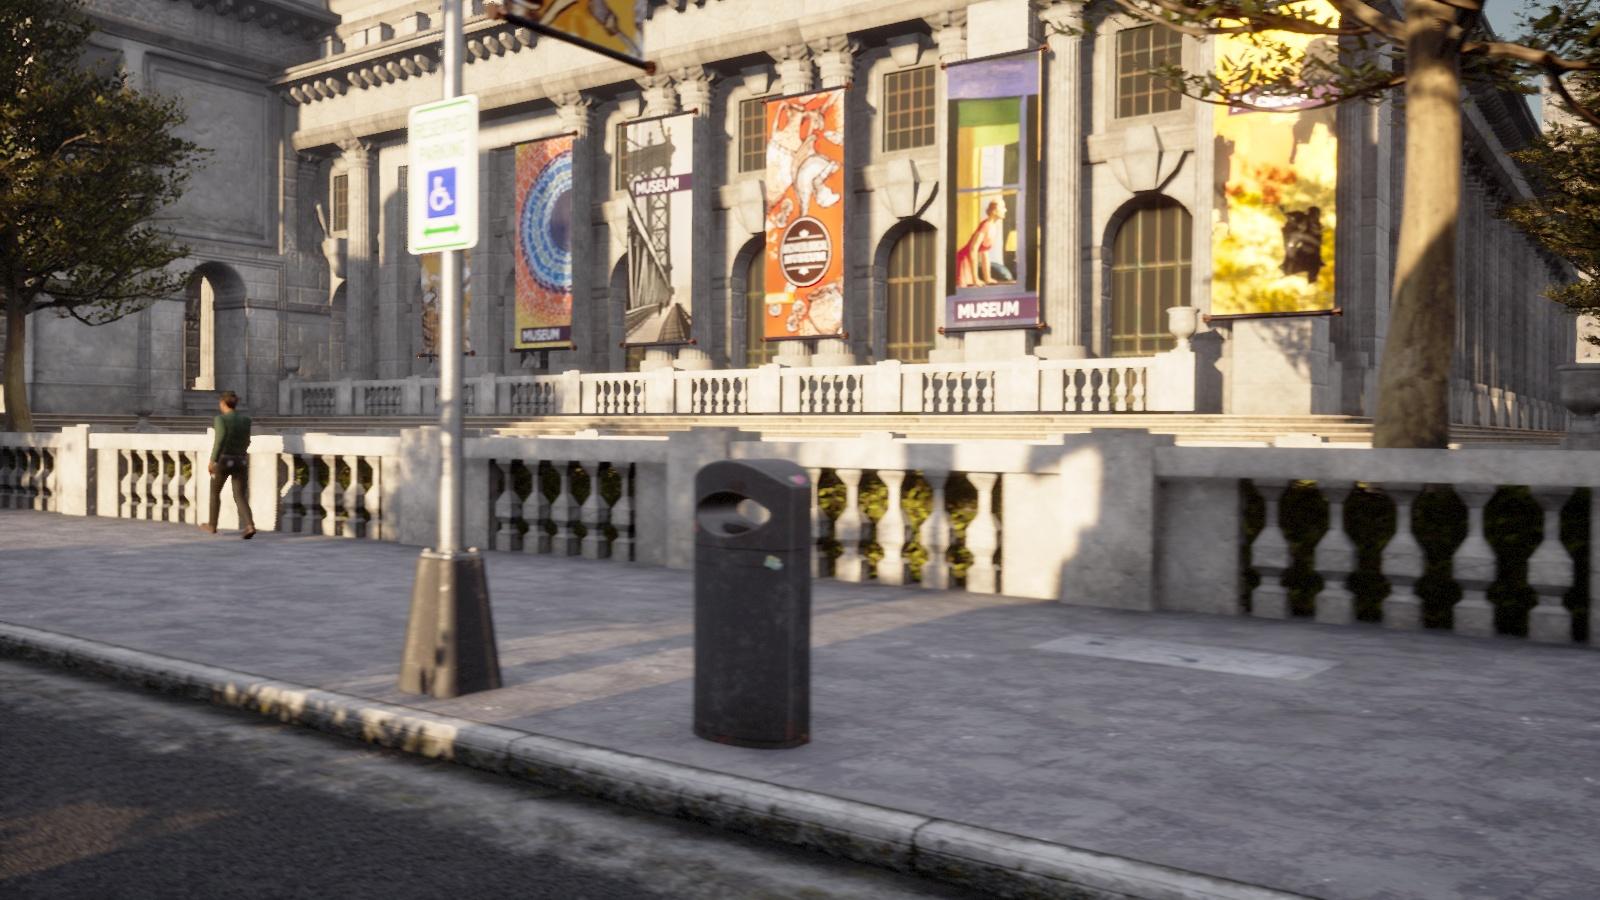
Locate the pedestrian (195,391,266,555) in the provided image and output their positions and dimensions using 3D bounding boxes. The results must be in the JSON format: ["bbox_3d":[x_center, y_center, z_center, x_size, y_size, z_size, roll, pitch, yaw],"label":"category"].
[{"bbox_3d":[-6.930,0.269,15.274,0.788,1.949,0.423,0,1,36],"label":"pedestrian"}]
